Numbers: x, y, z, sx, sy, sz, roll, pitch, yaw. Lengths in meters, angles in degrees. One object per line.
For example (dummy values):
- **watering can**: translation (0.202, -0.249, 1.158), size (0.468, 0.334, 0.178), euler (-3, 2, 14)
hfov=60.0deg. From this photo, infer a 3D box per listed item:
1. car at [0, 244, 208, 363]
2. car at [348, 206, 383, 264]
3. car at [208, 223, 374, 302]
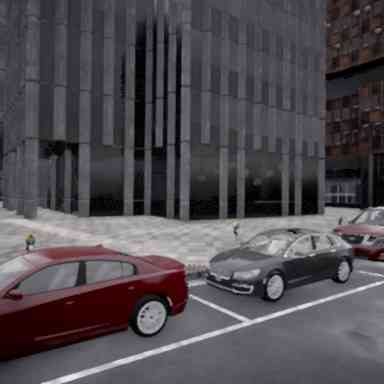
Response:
- **car**: translation (-2.154, 1.556, 5.106), size (4.507, 1.381, 1.887), euler (1, 0, -35)
- **car**: translation (6.848, 1.437, 11.520), size (5.009, 1.841, 2.192), euler (1, 0, -35)
- **car**: translation (2.345, 1.617, 8.313), size (4.403, 1.369, 2.008), euler (1, 0, -35)
